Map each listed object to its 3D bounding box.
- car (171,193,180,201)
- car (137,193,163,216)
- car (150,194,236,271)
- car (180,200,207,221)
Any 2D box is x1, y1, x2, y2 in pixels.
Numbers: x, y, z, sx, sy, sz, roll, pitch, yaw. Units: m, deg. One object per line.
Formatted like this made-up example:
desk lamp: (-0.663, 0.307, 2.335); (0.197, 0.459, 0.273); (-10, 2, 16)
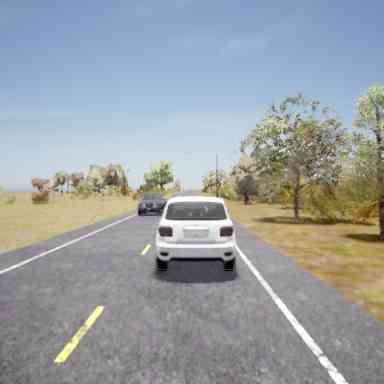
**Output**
car: (-3.491, 1.109, 71.217); (1.882, 1.535, 5.008); (0, 0, 0)
car: (-3.596, 1.091, 30.615); (2.150, 2.045, 5.566); (0, 0, 0)
car: (0.093, 1.175, 10.950); (2.150, 2.045, 5.566); (0, 0, 0)
car: (0.099, 1.431, 27.609); (2.033, 1.411, 5.357); (0, 0, 0)
